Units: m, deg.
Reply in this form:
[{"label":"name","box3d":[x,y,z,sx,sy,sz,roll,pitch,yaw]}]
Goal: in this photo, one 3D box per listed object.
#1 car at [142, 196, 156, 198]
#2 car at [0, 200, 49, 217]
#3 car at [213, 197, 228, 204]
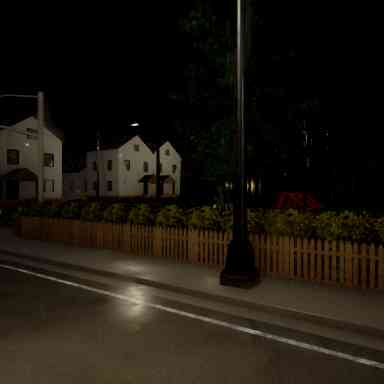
[{"label":"car","box3d":[-5.915,1.353,43.876,2.097,1.767,4.553,0,0,35]},{"label":"car","box3d":[-15.054,1.490,30.682,2.128,1.511,4.902,0,0,35]},{"label":"car","box3d":[4.664,1.613,58.993,2.033,1.411,5.357,0,0,35]}]
